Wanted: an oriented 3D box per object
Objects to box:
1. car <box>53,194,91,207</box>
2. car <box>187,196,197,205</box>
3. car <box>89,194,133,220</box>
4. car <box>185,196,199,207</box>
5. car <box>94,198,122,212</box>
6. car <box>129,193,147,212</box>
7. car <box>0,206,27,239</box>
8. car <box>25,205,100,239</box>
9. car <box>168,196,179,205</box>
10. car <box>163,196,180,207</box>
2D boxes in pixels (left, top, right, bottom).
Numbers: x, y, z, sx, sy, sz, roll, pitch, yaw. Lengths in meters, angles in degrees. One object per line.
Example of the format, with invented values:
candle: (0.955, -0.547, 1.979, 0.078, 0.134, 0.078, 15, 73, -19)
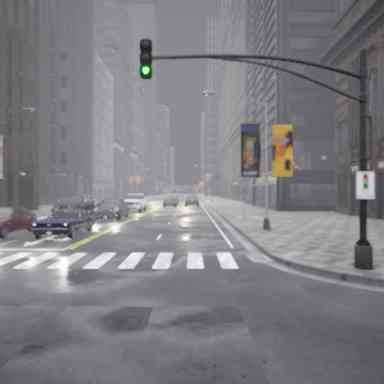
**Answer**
car: (-9.841, 1.200, 28.199, 2.150, 2.045, 5.566, 0, 0, 0)
car: (0.013, 1.451, 59.034, 1.837, 1.490, 4.892, 0, 0, 0)
car: (-6.589, 1.330, 27.521, 2.097, 1.767, 4.553, 0, 0, 0)
car: (0.011, 1.309, 48.998, 2.097, 1.767, 4.553, 0, 0, 0)
car: (-9.828, 1.460, 39.288, 2.128, 1.511, 4.902, 0, 0, 0)
car: (-6.584, 1.187, 38.225, 2.150, 2.045, 5.566, 0, 1, 1)
car: (-9.841, 1.512, 17.534, 1.812, 1.442, 4.674, 0, 0, 0)
car: (-6.586, 1.587, 17.518, 1.895, 1.301, 4.718, 0, 0, 0)
car: (-3.237, 1.451, 59.035, 1.837, 1.490, 4.892, 0, 0, 0)
car: (-3.239, 1.521, 49.029, 1.994, 1.385, 4.181, 0, 0, 0)
